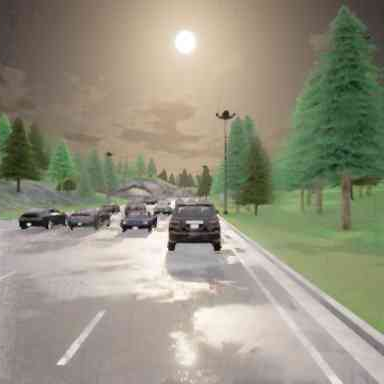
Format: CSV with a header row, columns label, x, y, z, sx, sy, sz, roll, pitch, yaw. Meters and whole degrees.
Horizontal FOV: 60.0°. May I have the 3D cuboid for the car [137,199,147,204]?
label,x,y,z,sx,sy,sz,roll,pitch,yaw
car,-13.990,2.680,93.135,2.128,1.511,4.902,0,-1,0

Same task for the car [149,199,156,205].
label,x,y,z,sx,sy,sz,roll,pitch,yaw
car,-10.491,2.588,83.551,1.882,1.535,5.008,0,-1,0

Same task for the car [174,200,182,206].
label,x,y,z,sx,sy,sz,roll,pitch,yaw
car,-3.491,2.713,83.545,1.895,1.301,4.718,0,-1,0

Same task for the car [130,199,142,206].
label,x,y,z,sx,sy,sz,roll,pitch,yaw
car,-13.991,2.624,82.718,2.128,1.511,4.902,0,-1,0

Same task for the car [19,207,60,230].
label,x,y,z,sx,sy,sz,roll,pitch,yaw
car,-10.397,1.824,23.649,1.837,1.490,4.892,0,0,0

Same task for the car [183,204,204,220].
label,x,y,z,sx,sy,sz,roll,pitch,yaw
car,0.105,2.013,34.662,2.033,1.411,5.357,0,-1,0

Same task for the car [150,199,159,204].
label,x,y,z,sx,sy,sz,roll,pitch,yaw
car,-10.490,2.660,93.552,1.837,1.490,4.892,0,-1,0

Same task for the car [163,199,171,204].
label,x,y,z,sx,sy,sz,roll,pitch,yaw
car,-6.990,2.685,93.551,1.812,1.442,4.674,0,-1,0

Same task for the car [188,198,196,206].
label,x,y,z,sx,sy,sz,roll,pitch,yaw
car,0.009,2.465,83.522,2.097,1.767,4.553,0,-1,0

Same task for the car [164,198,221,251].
label,x,y,z,sx,sy,sz,roll,pitch,yaw
car,0.103,1.431,15.405,2.150,2.045,5.566,0,-1,0

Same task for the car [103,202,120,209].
label,x,y,z,sx,sy,sz,roll,pitch,yaw
car,-10.395,2.058,42.238,2.128,1.511,4.902,0,-1,0

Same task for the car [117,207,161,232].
label,x,y,z,sx,sy,sz,roll,pitch,yaw
car,-3.397,1.899,22.208,1.895,1.301,4.718,0,-1,0

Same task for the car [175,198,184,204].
label,x,y,z,sx,sy,sz,roll,pitch,yaw
car,-3.490,2.515,93.523,2.097,1.767,4.553,0,-1,0

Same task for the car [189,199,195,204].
label,x,y,z,sx,sy,sz,roll,pitch,yaw
car,0.010,2.661,93.551,1.837,1.490,4.892,0,-1,0

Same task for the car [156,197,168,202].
label,x,y,z,sx,sy,sz,roll,pitch,yaw
car,-6.991,2.336,83.584,2.150,2.045,5.566,0,-1,0

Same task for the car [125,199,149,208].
label,x,y,z,sx,sy,sz,roll,pitch,yaw
car,-6.894,1.898,40.797,2.097,1.767,4.553,0,-1,0

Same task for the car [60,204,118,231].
label,x,y,z,sx,sy,sz,roll,pitch,yaw
car,-6.896,1.799,22.882,2.128,1.511,4.902,0,-1,0

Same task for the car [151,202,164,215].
label,x,y,z,sx,sy,sz,roll,pitch,yaw
car,-3.394,2.124,39.036,1.895,1.301,4.718,0,-1,0
